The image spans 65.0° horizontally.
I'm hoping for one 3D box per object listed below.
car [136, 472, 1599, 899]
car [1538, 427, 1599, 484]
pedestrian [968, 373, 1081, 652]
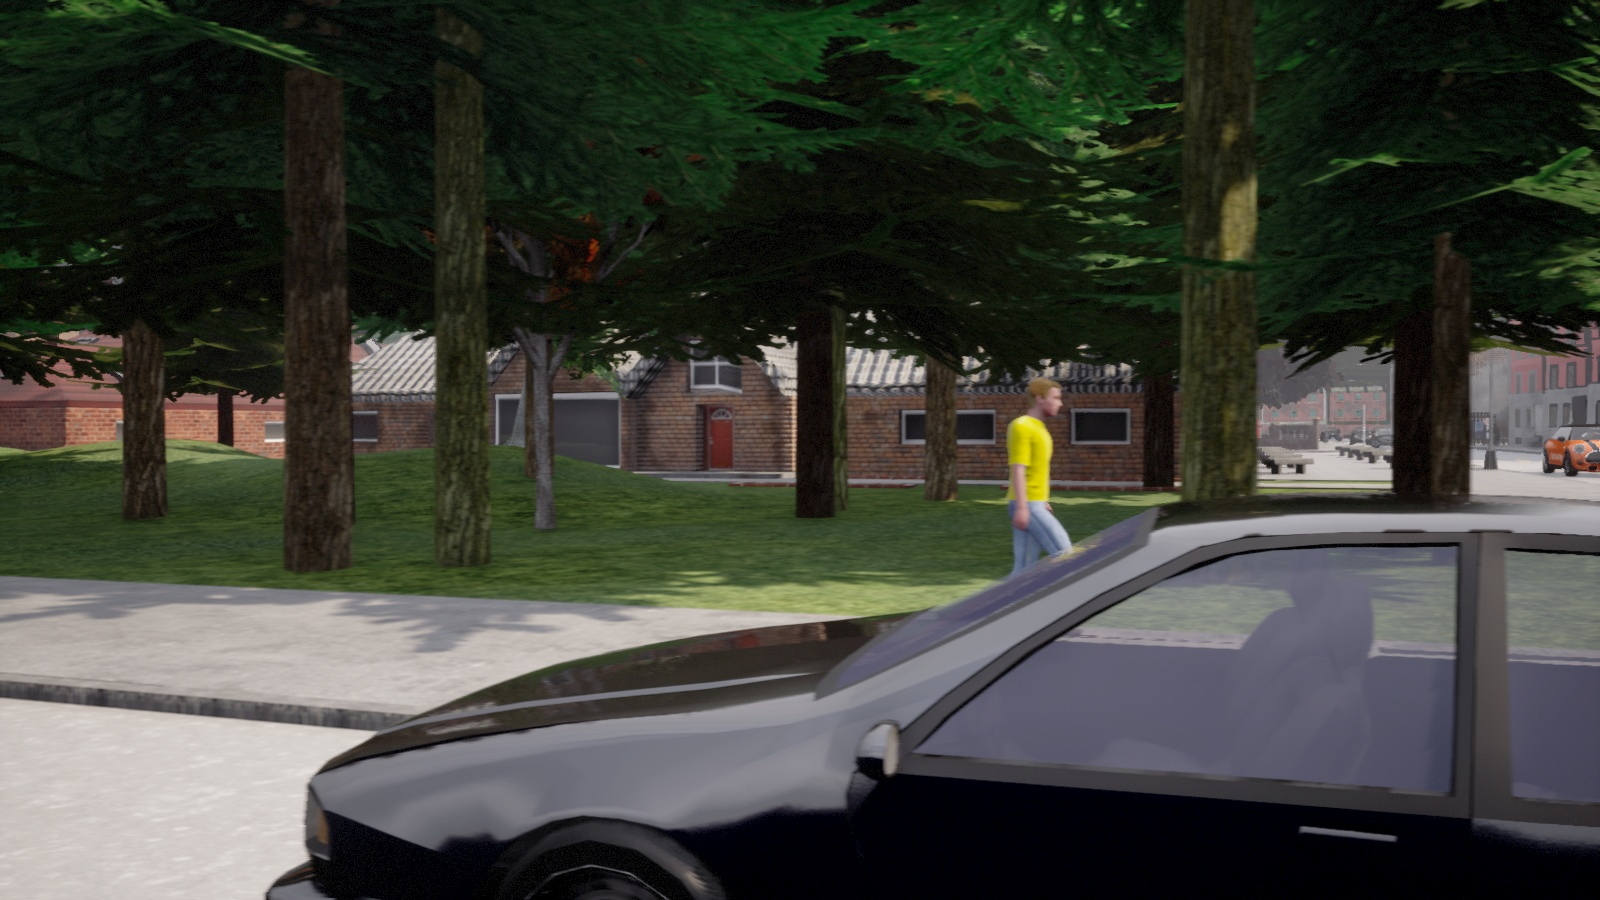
[{"bbox_3d":[1.253,0.828,3.224,5.357,1.411,2.033,0,1,17],"label":"car"},{"bbox_3d":[25.660,0.139,40.716,2.097,1.767,4.553,1,1,19],"label":"car"},{"bbox_3d":[1.527,0.407,8.533,0.706,1.836,0.354,1,1,17],"label":"pedestrian"}]
